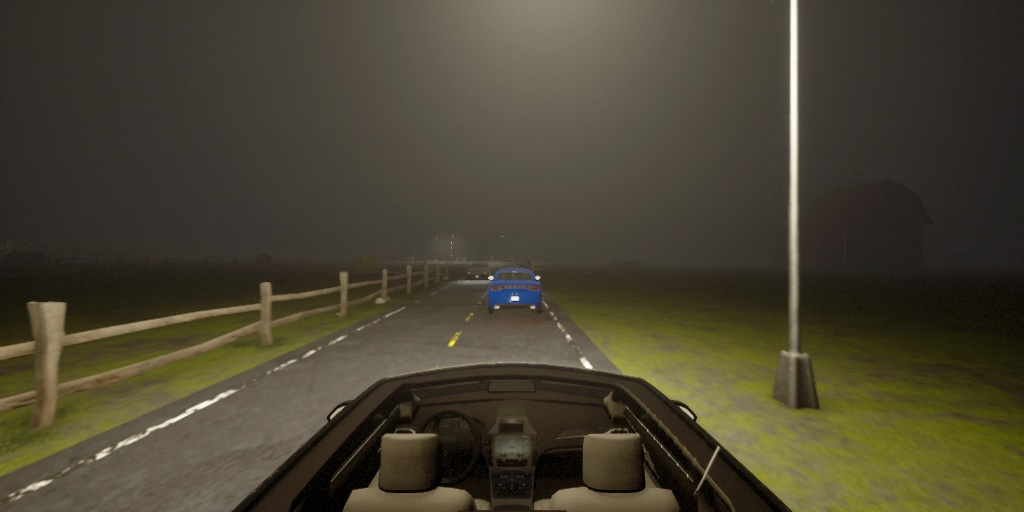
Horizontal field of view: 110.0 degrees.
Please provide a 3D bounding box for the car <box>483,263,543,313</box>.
[{"bbox_3d":[0.096,1.210,13.986,1.882,1.535,5.008,0,0,0],"label":"car"}]

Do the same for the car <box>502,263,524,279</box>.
[{"bbox_3d":[0.093,1.304,32.914,1.895,1.301,4.718,0,0,0],"label":"car"}]

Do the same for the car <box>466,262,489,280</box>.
[{"bbox_3d":[-2.758,1.254,31.088,2.033,1.411,5.357,0,0,0],"label":"car"}]
